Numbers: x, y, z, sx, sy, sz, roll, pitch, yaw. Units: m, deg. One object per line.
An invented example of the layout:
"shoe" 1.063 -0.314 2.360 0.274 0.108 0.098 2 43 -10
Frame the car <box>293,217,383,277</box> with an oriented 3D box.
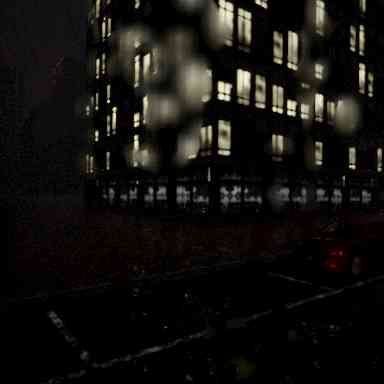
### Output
"car" 4.940 1.485 10.063 4.507 1.381 1.887 0 1 -35
